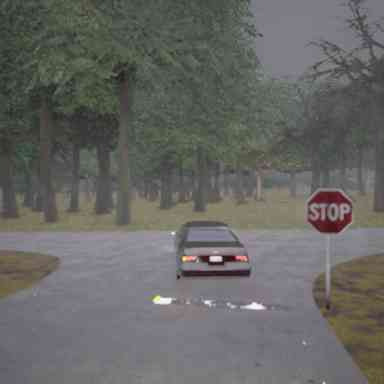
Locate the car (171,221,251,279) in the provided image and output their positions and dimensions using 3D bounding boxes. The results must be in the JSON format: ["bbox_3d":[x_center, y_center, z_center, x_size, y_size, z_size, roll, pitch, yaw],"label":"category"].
[{"bbox_3d":[0.371,1.595,10.159,2.033,1.411,5.357,0,0,-4],"label":"car"}]
